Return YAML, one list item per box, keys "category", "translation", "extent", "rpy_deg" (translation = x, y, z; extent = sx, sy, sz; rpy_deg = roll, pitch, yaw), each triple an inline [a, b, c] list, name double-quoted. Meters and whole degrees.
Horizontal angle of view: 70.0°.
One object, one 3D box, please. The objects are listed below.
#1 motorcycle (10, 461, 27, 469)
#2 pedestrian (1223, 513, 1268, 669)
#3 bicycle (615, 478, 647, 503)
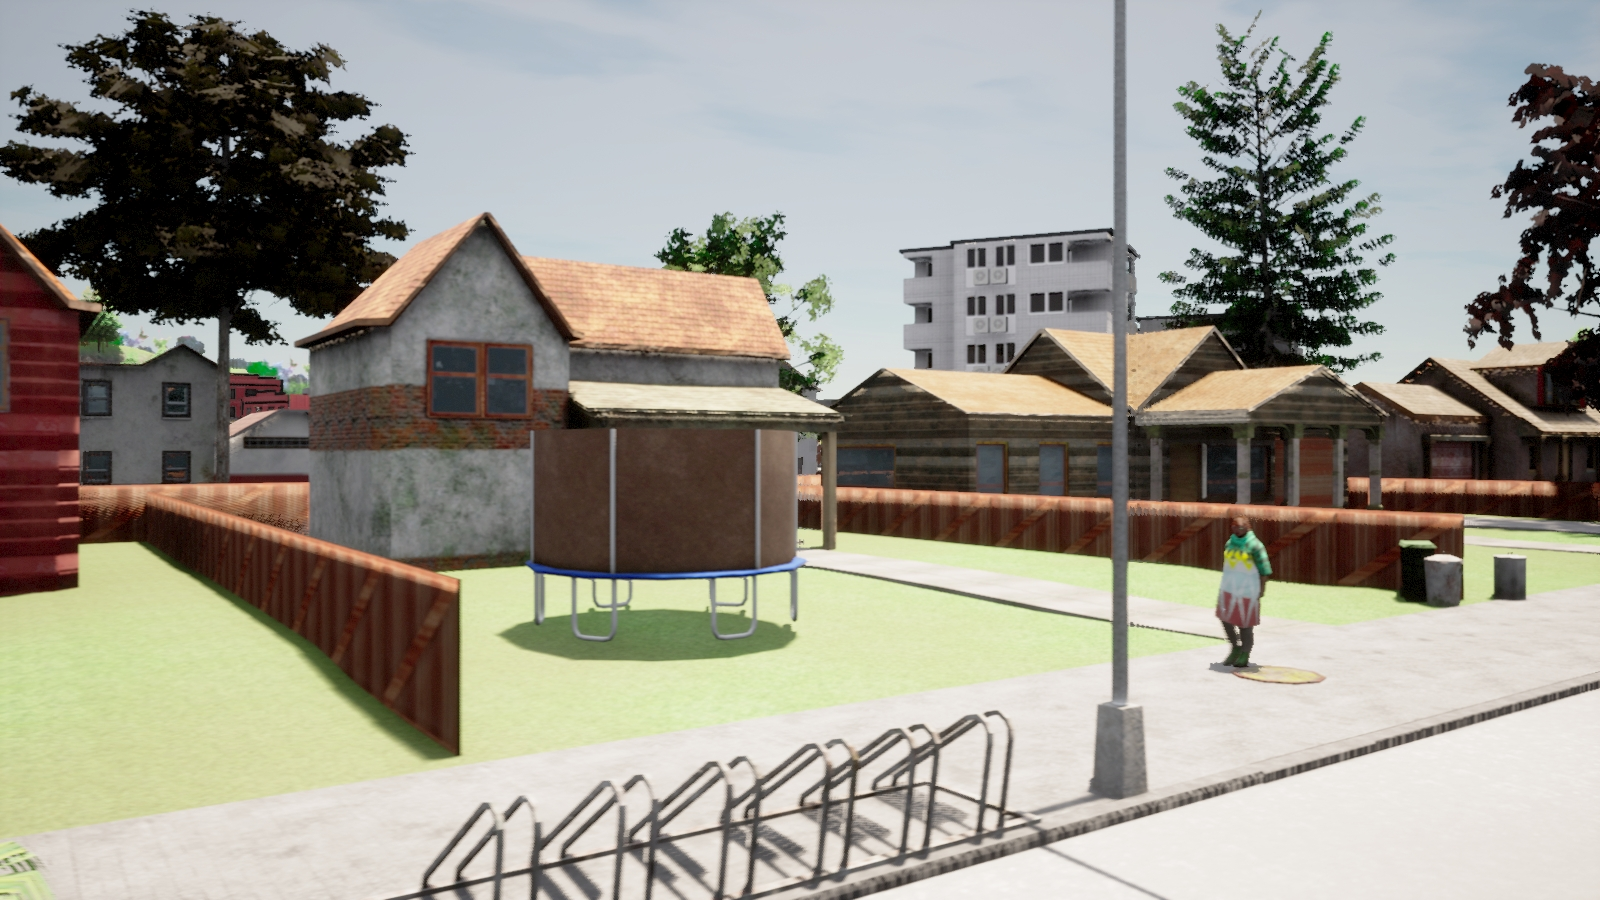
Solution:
- category: "motorcycle"
  translation: [-114.962, 2.188, 167.996]
  extent: [2.033, 1.199, 0.803]
  rpy_deg: [0, 0, -35]
- category: "pedestrian"
  translation: [5.508, 1.725, 14.123]
  extent: [0.375, 1.860, 0.375]
  rpy_deg: [0, 0, -34]
- category: "bicycle"
  translation: [-9.130, 2.158, 61.602]
  extent: [1.487, 1.276, 0.859]
  rpy_deg: [0, 0, -35]
